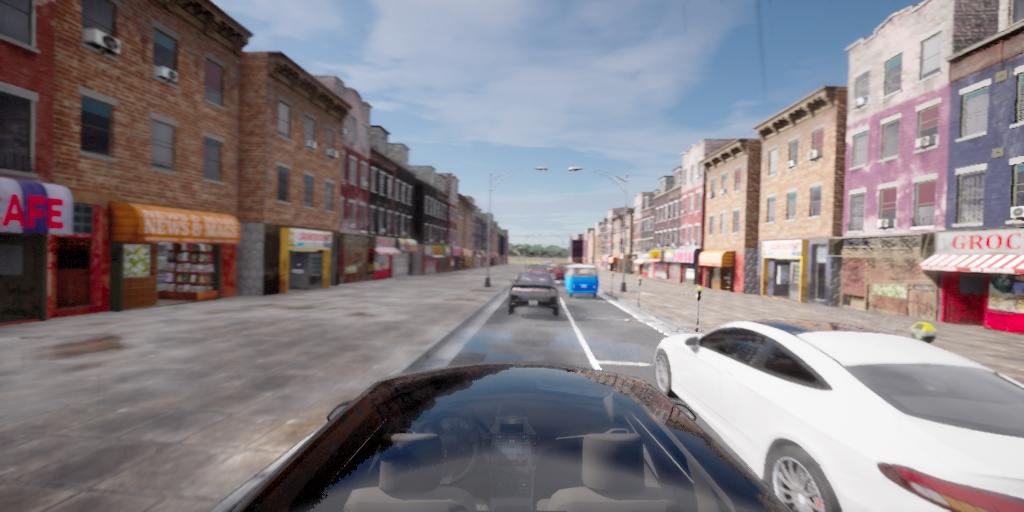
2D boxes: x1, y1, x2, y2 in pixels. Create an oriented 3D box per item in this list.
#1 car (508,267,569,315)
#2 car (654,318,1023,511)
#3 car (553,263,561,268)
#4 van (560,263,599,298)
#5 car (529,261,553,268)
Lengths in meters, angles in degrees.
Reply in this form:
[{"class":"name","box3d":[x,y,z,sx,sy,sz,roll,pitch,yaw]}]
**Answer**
[{"class":"car","box3d":[0.915,1.387,14.429,2.128,1.511,4.902,2,-1,4]},{"class":"car","box3d":[3.026,1.386,3.763,1.812,1.442,4.674,2,-1,4]},{"class":"car","box3d":[4.759,1.487,31.657,2.192,1.841,5.009,0,0,4]},{"class":"van","box3d":[3.912,1.385,20.626,1.690,1.789,3.998,0,0,4]},{"class":"car","box3d":[2.170,1.437,30.723,2.097,1.767,4.553,2,-1,4]}]
